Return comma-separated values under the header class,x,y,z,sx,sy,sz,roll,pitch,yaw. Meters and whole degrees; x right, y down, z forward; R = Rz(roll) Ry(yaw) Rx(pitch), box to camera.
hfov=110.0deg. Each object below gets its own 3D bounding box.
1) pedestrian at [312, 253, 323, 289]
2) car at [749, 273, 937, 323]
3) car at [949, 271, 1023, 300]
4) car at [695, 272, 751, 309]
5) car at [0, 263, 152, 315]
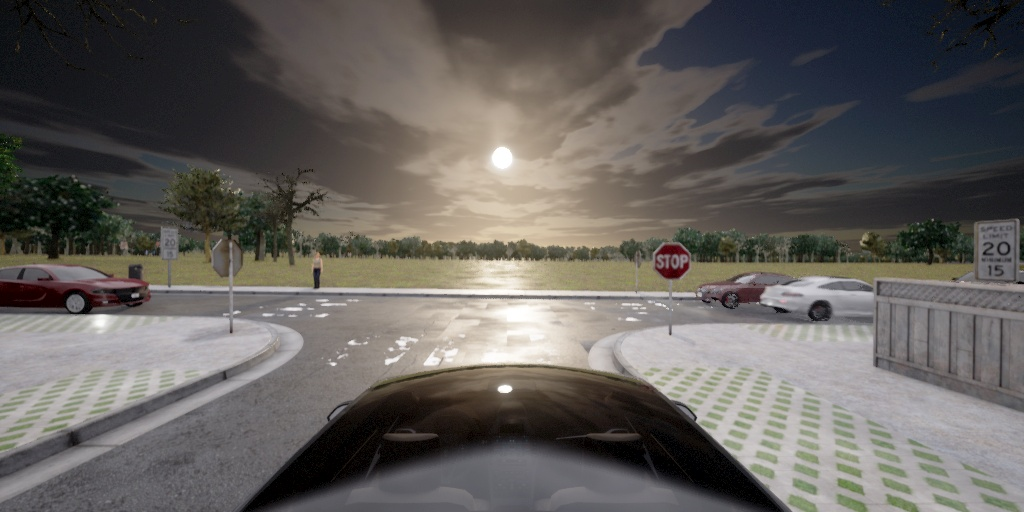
class,x,y,z,sx,sy,sz,roll,pitch,yaw
pedestrian,-9.754,0.734,17.890,0.375,1.860,0.375,0,-1,-1
car,11.270,1.446,12.425,4.674,1.442,1.812,1,0,1
car,20.542,1.391,15.288,4.553,1.767,2.097,1,0,-3
car,10.274,1.418,15.181,4.674,1.442,1.812,1,0,-1
car,-15.097,1.019,11.974,5.008,1.535,1.882,1,0,-1
